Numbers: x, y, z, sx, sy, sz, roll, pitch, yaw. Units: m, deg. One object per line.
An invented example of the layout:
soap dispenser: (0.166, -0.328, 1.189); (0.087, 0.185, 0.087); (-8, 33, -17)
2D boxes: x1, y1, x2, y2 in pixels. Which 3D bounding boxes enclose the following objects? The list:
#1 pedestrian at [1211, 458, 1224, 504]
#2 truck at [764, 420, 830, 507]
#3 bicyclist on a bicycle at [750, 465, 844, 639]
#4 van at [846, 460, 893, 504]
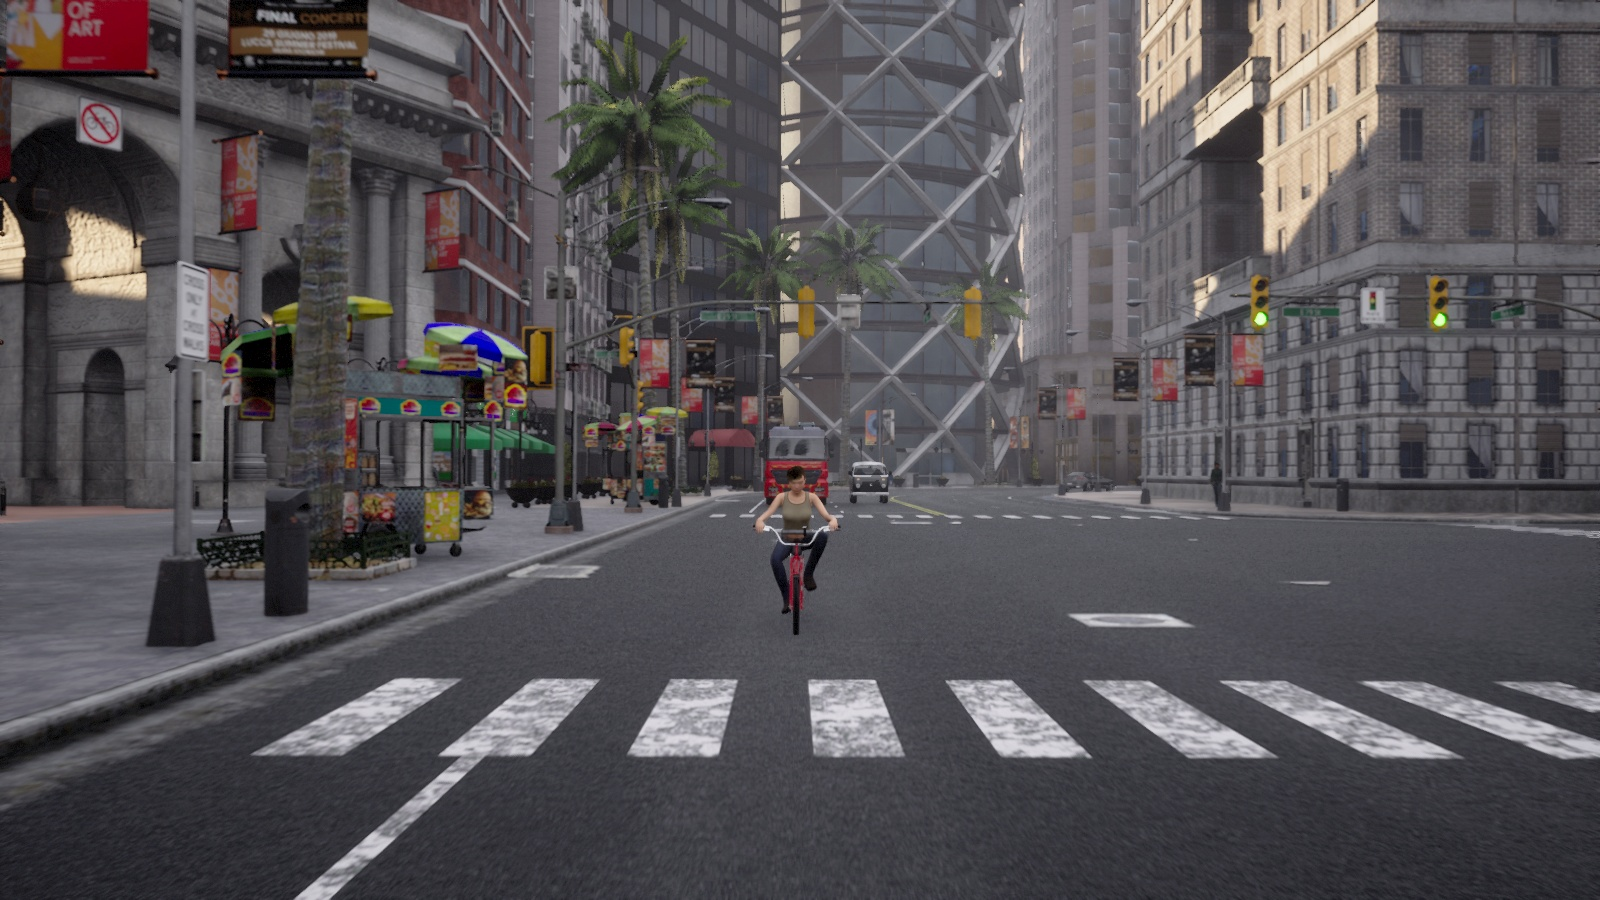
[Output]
pedestrian: (16.994, 1.258, 51.079); (0.353, 1.847, 0.614); (0, -1, 6)
truck: (-0.157, 0.651, 59.736); (2.891, 3.827, 8.468); (0, -1, 0)
bicyclist on a bicycle: (-0.026, 0.959, 12.404); (0.866, 1.612, 1.509); (0, -1, 0)
van: (3.349, 1.551, 61.318); (2.069, 2.038, 4.480); (0, -1, 0)
